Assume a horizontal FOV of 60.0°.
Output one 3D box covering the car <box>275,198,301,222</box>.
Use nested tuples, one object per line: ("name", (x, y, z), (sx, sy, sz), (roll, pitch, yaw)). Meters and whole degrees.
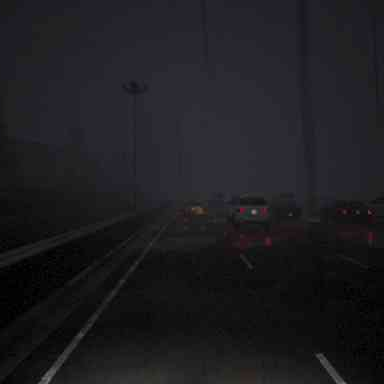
("car", (7.113, 1.473, 26.485), (1.882, 1.535, 5.008), (0, 0, 0))

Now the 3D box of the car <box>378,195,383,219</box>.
("car", (14.111, 1.216, 23.415), (2.150, 2.045, 5.566), (0, 0, 0))

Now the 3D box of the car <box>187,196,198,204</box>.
("car", (0.130, 1.553, 65.345), (1.994, 1.385, 4.181), (0, 0, 0))

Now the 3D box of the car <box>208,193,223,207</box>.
("car", (3.623, 1.213, 49.763), (2.150, 2.045, 5.566), (0, 0, 0))

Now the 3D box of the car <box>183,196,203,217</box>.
("car", (0.115, 1.451, 31.039), (1.801, 1.575, 5.366), (0, 0, 0))

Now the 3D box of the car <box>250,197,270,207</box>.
("car", (10.625, 1.538, 52.042), (2.033, 1.411, 5.357), (0, 0, 0))

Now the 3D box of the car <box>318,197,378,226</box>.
("car", (10.613, 1.347, 23.407), (2.097, 1.767, 4.553), (0, 0, 0))

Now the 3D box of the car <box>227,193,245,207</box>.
("car", (7.123, 1.212, 53.981), (2.150, 2.045, 5.566), (0, 0, 0))

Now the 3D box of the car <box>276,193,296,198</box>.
("car", (14.120, 1.212, 50.400), (2.150, 2.045, 5.566), (0, 0, 0))

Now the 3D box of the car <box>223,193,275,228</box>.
("car", (3.613, 1.218, 22.052), (2.150, 2.045, 5.566), (0, 0, 0))
